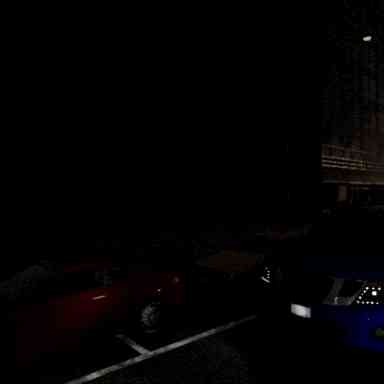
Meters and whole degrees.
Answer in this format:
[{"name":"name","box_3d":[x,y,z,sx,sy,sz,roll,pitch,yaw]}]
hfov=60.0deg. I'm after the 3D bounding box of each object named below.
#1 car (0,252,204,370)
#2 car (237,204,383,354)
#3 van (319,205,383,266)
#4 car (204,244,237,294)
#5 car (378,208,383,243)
[{"name":"car","box_3d":[-2.024,1.679,5.208,4.206,1.307,1.802,0,-1,-40]},{"name":"car","box_3d":[3.597,1.272,6.317,5.566,2.045,2.150,0,-1,-40]},{"name":"van","box_3d":[6.575,1.438,12.414,3.998,1.788,1.690,0,-1,-40]},{"name":"car","box_3d":[2.146,1.622,8.701,4.829,1.417,1.752,0,-1,-40]},{"name":"car","box_3d":[10.877,1.538,16.014,4.097,1.590,1.967,0,-1,-40]}]
